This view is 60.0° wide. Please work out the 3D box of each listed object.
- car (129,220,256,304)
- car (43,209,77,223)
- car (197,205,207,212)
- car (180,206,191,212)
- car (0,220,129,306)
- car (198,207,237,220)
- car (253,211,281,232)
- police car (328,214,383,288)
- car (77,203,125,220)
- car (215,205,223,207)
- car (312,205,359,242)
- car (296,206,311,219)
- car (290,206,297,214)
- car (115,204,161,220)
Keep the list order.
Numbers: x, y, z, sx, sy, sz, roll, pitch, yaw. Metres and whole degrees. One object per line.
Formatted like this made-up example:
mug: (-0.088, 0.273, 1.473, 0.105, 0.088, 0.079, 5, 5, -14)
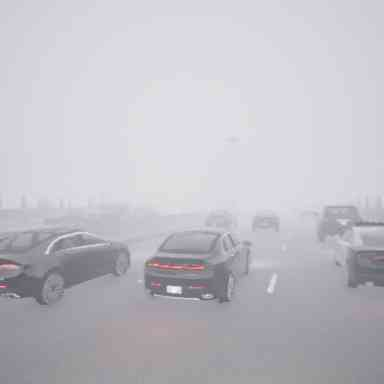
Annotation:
car: (0.390, 1.722, 8.846, 1.837, 1.490, 4.892, -1, -1, 18)
car: (-11.309, 2.316, 30.375, 1.882, 1.535, 5.008, -1, -2, 18)
car: (2.121, 3.499, 69.639, 2.128, 1.511, 4.902, 0, -2, 4)
car: (-1.391, 3.523, 69.526, 1.994, 1.385, 4.181, 0, -2, 4)
car: (-3.355, 1.702, 8.632, 2.128, 1.511, 4.902, -1, -2, 18)
car: (2.421, 2.224, 26.685, 2.128, 1.511, 4.902, -1, -2, 18)
car: (5.921, 2.194, 26.144, 1.882, 1.535, 5.008, -1, -2, 18)
police car: (5.370, 1.671, 9.814, 1.930, 1.638, 5.238, -1, -2, 18)
car: (-7.612, 2.062, 30.449, 2.150, 2.045, 5.566, -1, -2, 18)
car: (5.528, 3.430, 68.112, 1.837, 1.490, 4.892, 0, -2, 5)
car: (8.391, 1.742, 19.265, 2.150, 2.045, 5.566, -1, -2, 18)
car: (15.196, 2.759, 44.021, 1.812, 1.442, 4.674, 0, -2, 16)
car: (18.494, 3.208, 58.244, 1.994, 1.385, 4.181, 0, -2, 7)
car: (-4.399, 2.151, 29.013, 2.097, 1.767, 4.553, -1, -2, 18)
